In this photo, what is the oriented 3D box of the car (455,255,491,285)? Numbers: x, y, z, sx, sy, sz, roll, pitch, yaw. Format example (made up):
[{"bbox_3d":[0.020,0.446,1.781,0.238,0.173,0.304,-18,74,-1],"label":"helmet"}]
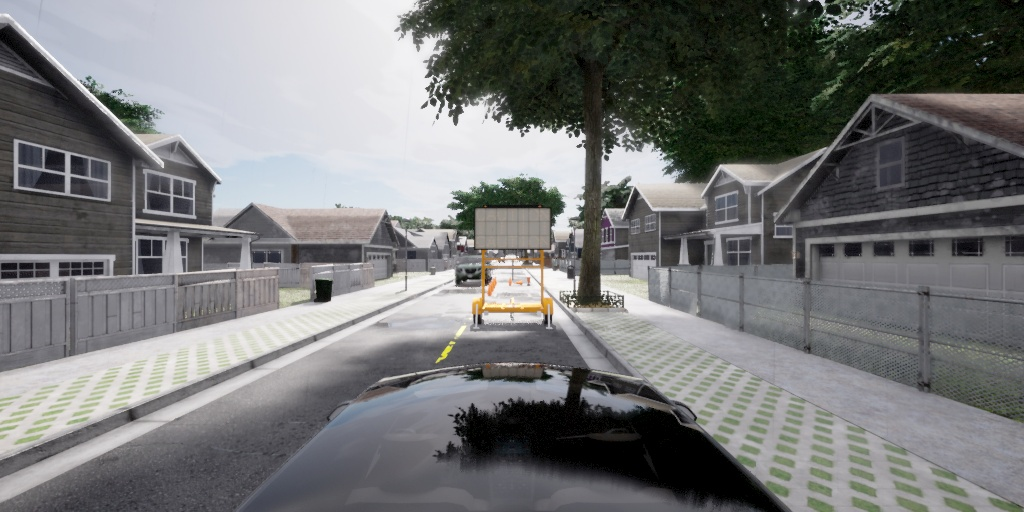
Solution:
[{"bbox_3d":[-2.705,0.959,26.003,2.150,2.045,5.566,0,0,0],"label":"car"}]

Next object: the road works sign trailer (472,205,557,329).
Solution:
[{"bbox_3d":[0.023,0.213,11.233,2.380,3.560,2.880,0,0,0],"label":"road works sign trailer"}]
